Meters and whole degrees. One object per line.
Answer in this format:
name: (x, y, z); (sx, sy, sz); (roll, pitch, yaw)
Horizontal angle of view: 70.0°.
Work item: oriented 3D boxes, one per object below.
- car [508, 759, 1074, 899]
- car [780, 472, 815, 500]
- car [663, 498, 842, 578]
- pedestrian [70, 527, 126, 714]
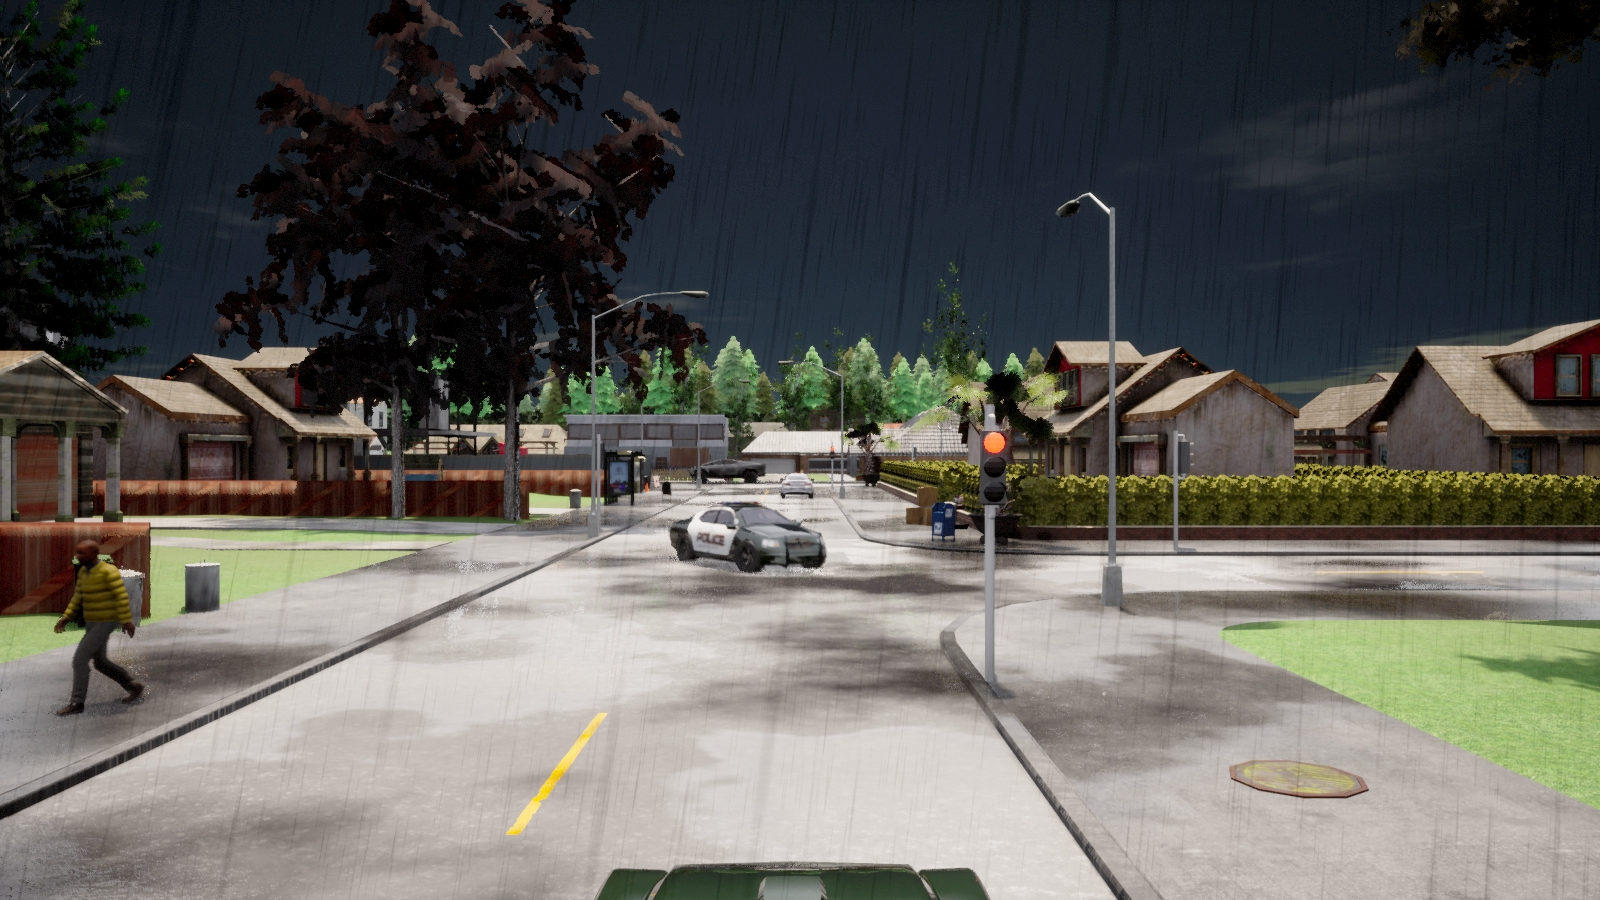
car: (-0.028, 2.155, 3.193); (1.895, 1.301, 4.718); (0, 0, 0)
car: (-0.164, 2.081, 66.907); (2.002, 1.442, 4.674); (0, 0, 0)
car: (-1.269, 2.038, 27.703); (2.038, 1.542, 4.974); (1, 0, -34)
pedestrian: (-7.262, 1.746, 11.822); (0.375, 1.860, 0.375); (0, 0, 33)
